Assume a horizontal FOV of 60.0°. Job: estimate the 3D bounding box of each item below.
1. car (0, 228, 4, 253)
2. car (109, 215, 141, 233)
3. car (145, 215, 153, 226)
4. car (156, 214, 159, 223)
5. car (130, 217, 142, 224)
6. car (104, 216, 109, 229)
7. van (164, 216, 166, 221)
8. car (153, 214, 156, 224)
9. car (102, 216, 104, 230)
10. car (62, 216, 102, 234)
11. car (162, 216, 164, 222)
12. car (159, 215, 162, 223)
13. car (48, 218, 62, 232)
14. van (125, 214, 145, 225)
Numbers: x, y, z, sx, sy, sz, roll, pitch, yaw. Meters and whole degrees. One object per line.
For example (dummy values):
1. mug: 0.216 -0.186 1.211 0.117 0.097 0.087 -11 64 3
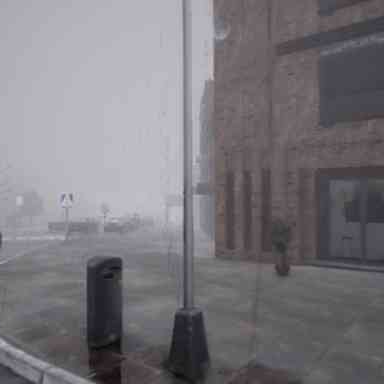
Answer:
1. car: -8.736 1.533 11.814 2.150 2.045 5.566 -1 -3 -10
2. car: -7.625 3.684 38.319 2.163 1.488 4.792 0 -4 -2
3. car: -8.083 4.871 54.812 2.002 1.452 4.674 0 -4 -2
4. car: -8.392 5.498 65.939 2.185 1.767 4.553 0 -4 -2
5. car: -11.732 5.999 70.211 1.812 1.442 4.674 0 -4 -2
6. car: -14.567 4.767 54.998 2.097 1.767 4.553 0 -4 -2
7. van: -9.160 7.373 93.638 1.878 1.987 4.442 0 -4 -2
8. car: -8.240 5.105 60.429 2.185 1.767 4.553 0 -4 -2
9. car: -14.289 4.160 46.491 2.097 1.767 4.553 0 -4 -1
10. car: -10.531 3.243 32.239 1.882 1.535 5.008 0 -4 -2
11. car: -8.849 6.546 82.409 2.435 2.045 5.566 0 -4 -2
12. car: -8.697 6.411 76.974 2.097 1.535 5.008 0 -4 -2
13. car: -14.004 3.563 36.362 1.882 1.535 5.008 0 -4 -1
14. van: -7.783 3.828 43.932 1.878 1.987 4.442 0 -4 -2
